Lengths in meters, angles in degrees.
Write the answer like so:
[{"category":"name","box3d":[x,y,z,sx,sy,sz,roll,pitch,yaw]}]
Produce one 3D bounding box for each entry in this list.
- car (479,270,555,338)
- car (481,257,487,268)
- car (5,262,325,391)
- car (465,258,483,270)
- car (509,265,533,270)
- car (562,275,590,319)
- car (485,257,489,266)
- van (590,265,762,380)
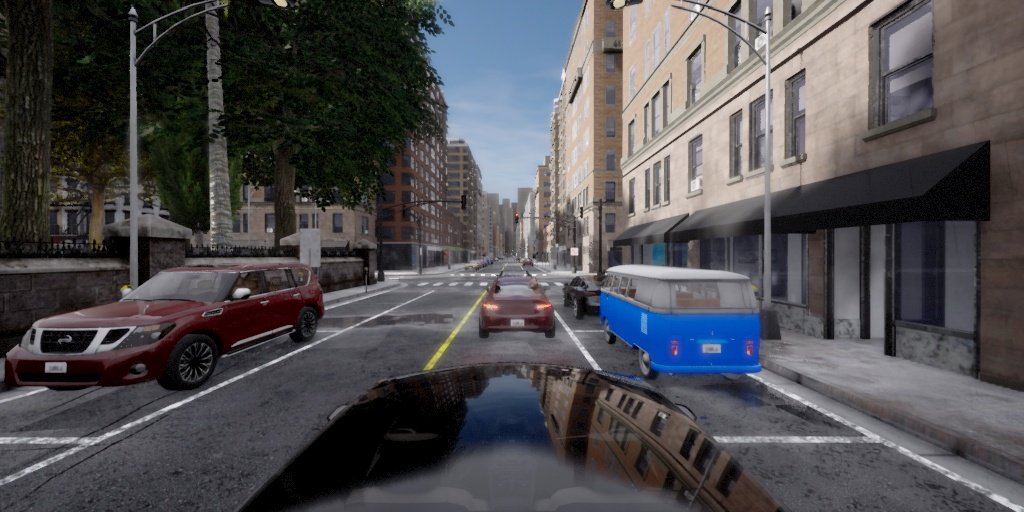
[{"category":"car","box3d":[0.123,1.274,10.027,1.812,1.442,4.674,0,0,0]},{"category":"car","box3d":[-5.552,1.271,56.104,2.007,1.370,4.403,0,0,0]},{"category":"car","box3d":[-5.657,1.064,6.965,2.192,1.841,5.009,0,0,0]},{"category":"car","box3d":[-5.564,1.247,50.483,1.751,1.417,4.829,0,0,0]},{"category":"car","box3d":[0.112,1.345,18.849,1.895,1.301,4.718,0,0,-1]},{"category":"car","box3d":[2.880,1.313,12.647,1.948,1.339,4.313,0,0,0]},{"category":"car","box3d":[-5.540,1.264,61.555,1.888,1.381,4.507,0,0,0]},{"category":"van","box3d":[2.867,1.090,6.986,1.690,1.789,3.998,0,0,0]}]
